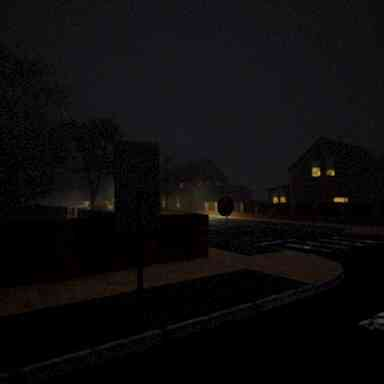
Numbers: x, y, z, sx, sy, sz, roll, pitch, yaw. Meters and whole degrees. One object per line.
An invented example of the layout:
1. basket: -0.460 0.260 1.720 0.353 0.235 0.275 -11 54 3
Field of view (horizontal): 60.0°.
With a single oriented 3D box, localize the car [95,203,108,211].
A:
1. car: -15.535 2.531 55.596 1.882 1.535 5.008 -1 0 -31
